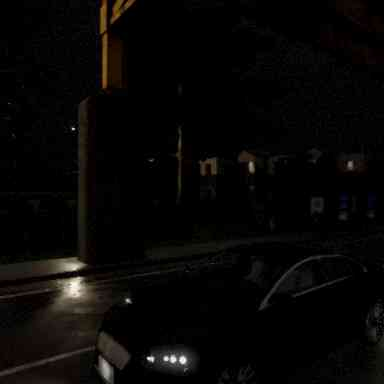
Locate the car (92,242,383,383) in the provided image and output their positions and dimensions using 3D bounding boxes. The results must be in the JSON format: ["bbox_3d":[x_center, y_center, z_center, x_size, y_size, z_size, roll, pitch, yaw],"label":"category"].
[{"bbox_3d":[1.089,1.553,4.844,4.902,1.511,2.128,1,-1,-37],"label":"car"}]
